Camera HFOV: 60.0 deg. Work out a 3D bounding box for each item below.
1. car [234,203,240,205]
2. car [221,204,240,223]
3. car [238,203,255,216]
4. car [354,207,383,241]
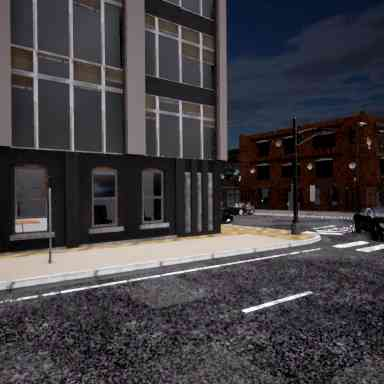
[{"bbox_3d":[2.089,1.988,32.480,1.895,1.301,4.718,-1,0,-37],"label":"car"},{"bbox_3d":[1.636,1.935,28.516,1.947,1.339,4.313,-2,0,-37],"label":"car"},{"bbox_3d":[5.263,1.920,38.109,2.008,1.369,4.403,-2,0,-37],"label":"car"},{"bbox_3d":[9.621,1.505,16.684,2.128,1.511,4.902,0,-1,11],"label":"car"}]
